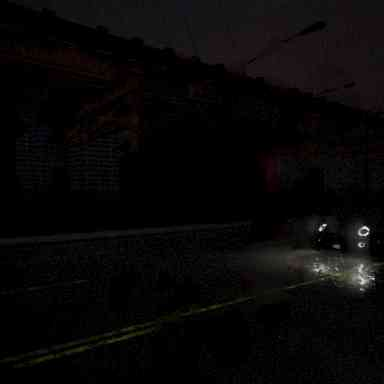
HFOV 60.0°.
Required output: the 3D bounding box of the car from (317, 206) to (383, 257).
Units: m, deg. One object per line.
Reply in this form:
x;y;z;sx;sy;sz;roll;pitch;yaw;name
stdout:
7.002;1.352;13.070;4.553;1.767;2.097;0;0;-34;car
